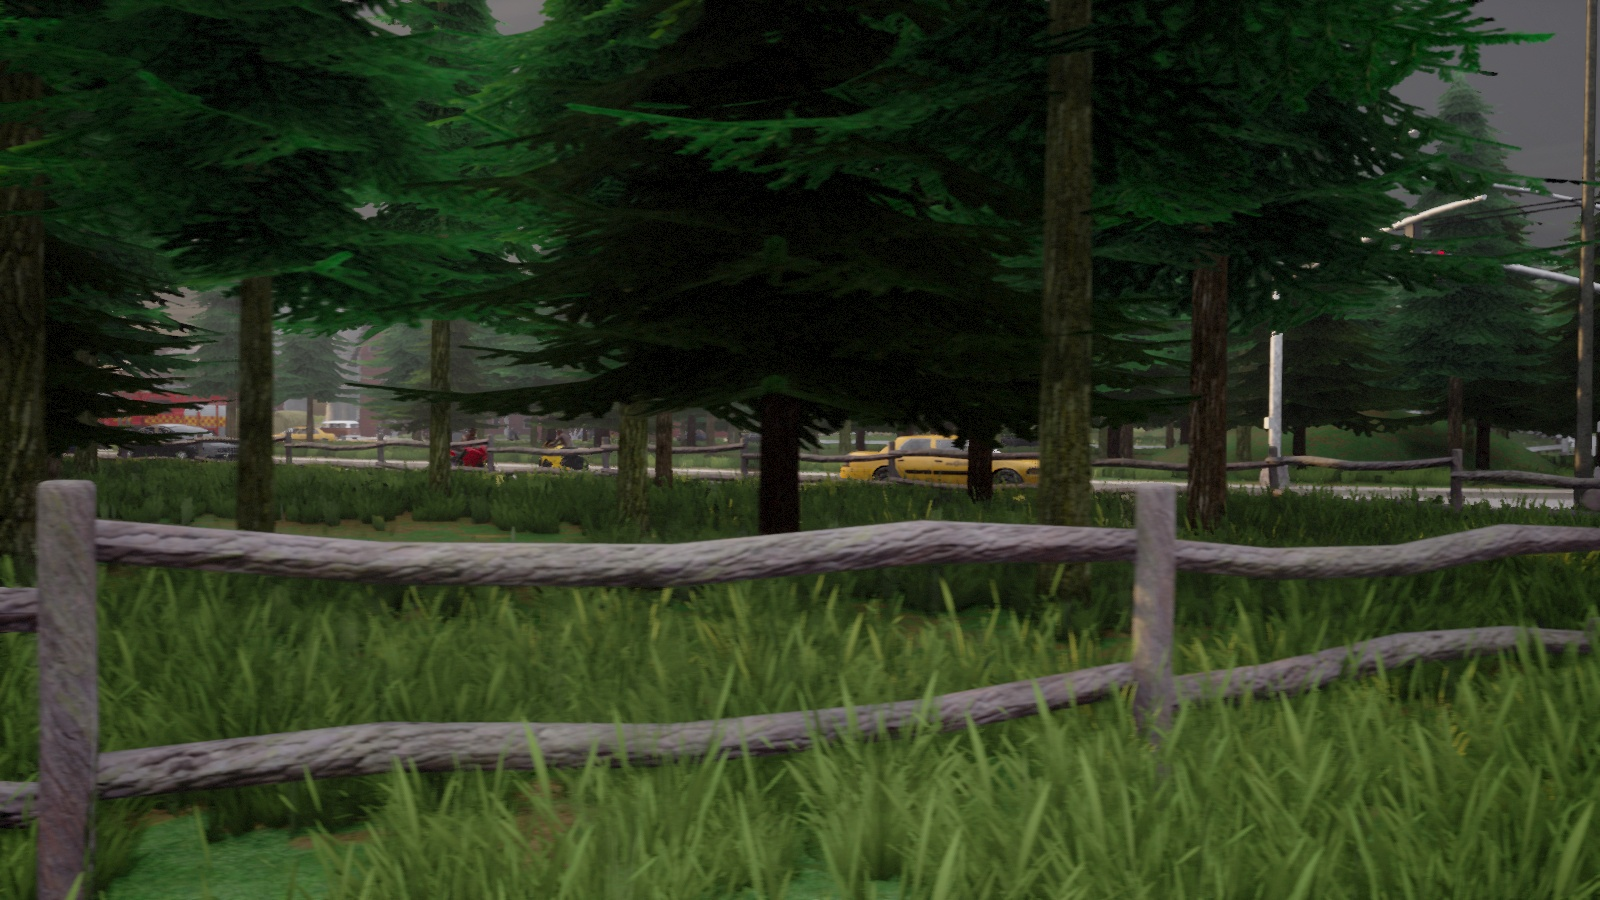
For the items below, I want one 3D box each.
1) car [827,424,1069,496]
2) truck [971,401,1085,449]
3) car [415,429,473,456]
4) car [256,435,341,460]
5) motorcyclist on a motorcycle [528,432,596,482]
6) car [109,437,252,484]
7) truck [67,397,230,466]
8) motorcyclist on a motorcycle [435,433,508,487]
[{"bbox_3d":[3.451,0.210,29.681,5.366,1.575,1.801,0,1,28],"label":"car"},{"bbox_3d":[17.185,-1.876,94.660,7.936,3.462,2.891,0,1,27],"label":"truck"},{"bbox_3d":[-25.990,-0.550,91.752,1.905,1.878,3.866,0,1,27],"label":"car"},{"bbox_3d":[-33.657,-0.208,84.446,1.801,1.575,5.366,0,1,27],"label":"car"},{"bbox_3d":[-7.499,0.220,39.542,2.044,1.523,0.797,0,1,28],"label":"motorcyclist on a motorcycle"},{"bbox_3d":[-21.185,0.339,42.907,4.892,1.490,1.837,0,1,28],"label":"car"},{"bbox_3d":[-38.600,-1.105,74.791,2.891,3.827,8.468,0,1,27],"label":"truck"},{"bbox_3d":[-9.618,0.288,36.708,2.044,1.523,0.797,0,1,28],"label":"motorcyclist on a motorcycle"}]
